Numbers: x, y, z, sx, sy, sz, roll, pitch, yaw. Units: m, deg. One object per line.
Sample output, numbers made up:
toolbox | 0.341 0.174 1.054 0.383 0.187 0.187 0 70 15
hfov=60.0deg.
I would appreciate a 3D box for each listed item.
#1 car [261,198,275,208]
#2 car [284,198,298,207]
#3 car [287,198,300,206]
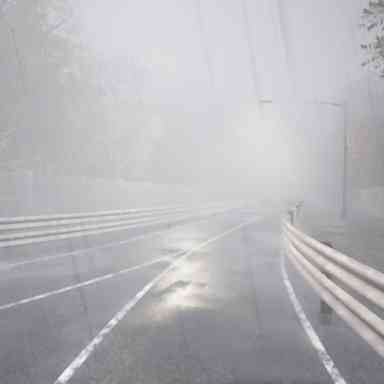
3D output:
car | 12.163 1.659 53.003 1.882 1.535 5.008 1 0 20
car | 16.419 1.745 55.194 1.882 1.535 5.008 1 0 19
car | 19.811 1.860 64.933 2.128 1.511 4.902 1 -1 19
